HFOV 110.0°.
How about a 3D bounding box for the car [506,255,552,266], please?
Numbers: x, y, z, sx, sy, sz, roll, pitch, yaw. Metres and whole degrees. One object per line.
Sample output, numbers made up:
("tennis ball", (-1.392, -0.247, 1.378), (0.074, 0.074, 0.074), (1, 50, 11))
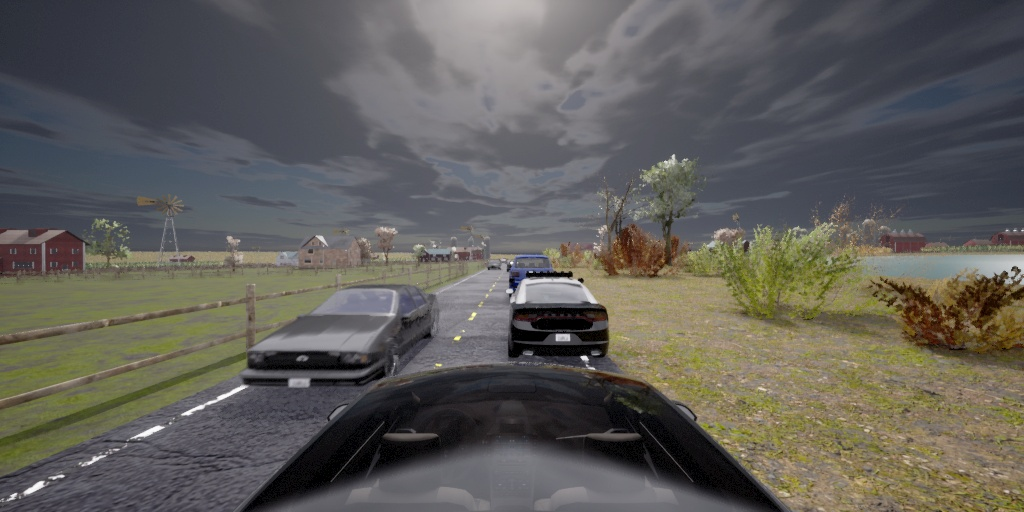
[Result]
("car", (0.943, 0.974, 18.557), (2.150, 2.045, 5.566), (0, 0, 0))

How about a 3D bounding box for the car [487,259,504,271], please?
("car", (-2.513, 1.281, 50.591), (1.837, 1.490, 4.892), (0, 0, 0))

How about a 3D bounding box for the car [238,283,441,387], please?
("car", (-2.811, 1.296, 7.422), (2.033, 1.411, 5.357), (0, 0, 0))

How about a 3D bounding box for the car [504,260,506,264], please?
("car", (0.333, 1.334, 46.315), (1.994, 1.385, 4.181), (0, 0, 2))

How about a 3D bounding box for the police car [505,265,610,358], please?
("police car", (0.876, 1.174, 8.638), (1.930, 1.638, 5.238), (0, 0, 0))
